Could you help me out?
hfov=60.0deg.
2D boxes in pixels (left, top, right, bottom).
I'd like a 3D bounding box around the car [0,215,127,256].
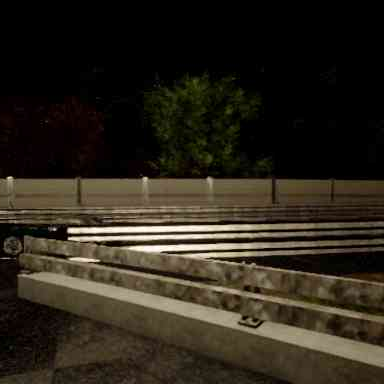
[{"bbox_3d":[-4.708,1.549,12.475,4.718,1.301,1.895,0,0,-4],"label":"car"}]
